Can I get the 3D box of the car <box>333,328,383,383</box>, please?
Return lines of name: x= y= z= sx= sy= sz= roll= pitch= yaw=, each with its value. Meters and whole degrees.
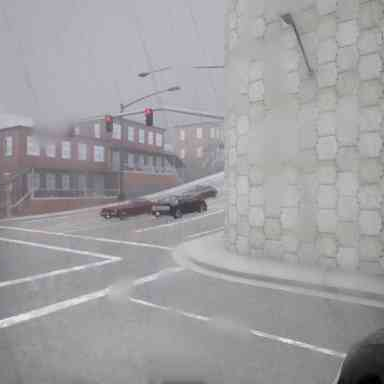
car: x=3.318 y=1.492 z=1.597 sx=4.902 sy=1.511 sz=2.128 roll=0 pitch=0 yaw=36

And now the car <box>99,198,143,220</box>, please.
car: x=-4.550 y=1.187 z=24.722 sx=1.895 sy=1.301 sz=4.718 roll=0 pitch=5 yaw=35

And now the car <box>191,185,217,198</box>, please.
car: x=0.684 y=0.077 z=32.107 sx=1.994 sy=1.385 sz=4.181 roll=0 pitch=9 yaw=36

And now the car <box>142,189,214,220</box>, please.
car: x=-0.832 y=0.977 z=23.601 sx=2.128 sy=1.511 sz=4.902 roll=0 pitch=5 yaw=36
